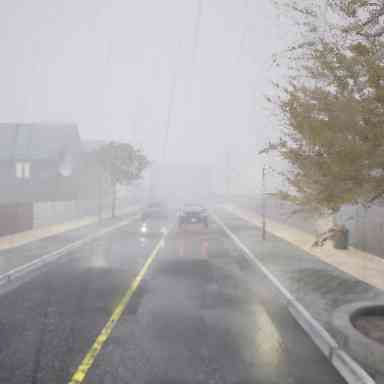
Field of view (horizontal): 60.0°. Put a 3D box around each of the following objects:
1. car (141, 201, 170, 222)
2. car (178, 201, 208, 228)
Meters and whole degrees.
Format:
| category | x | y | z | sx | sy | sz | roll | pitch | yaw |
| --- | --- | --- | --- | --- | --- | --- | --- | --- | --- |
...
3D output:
| category | x | y | z | sx | sy | sz | roll | pitch | yaw |
| --- | --- | --- | --- | --- | --- | --- | --- | --- | --- |
| car | -2.851 | 1.481 | 26.375 | 1.837 | 1.490 | 4.892 | 0 | 0 | 0 |
| car | 0.087 | 1.503 | 21.893 | 1.812 | 1.442 | 4.674 | 0 | -1 | 0 |
